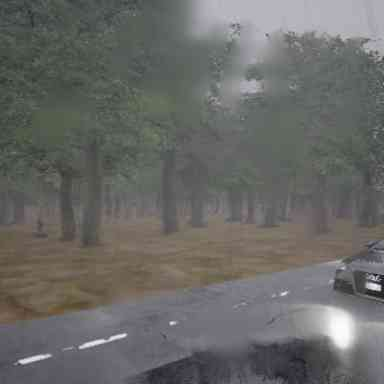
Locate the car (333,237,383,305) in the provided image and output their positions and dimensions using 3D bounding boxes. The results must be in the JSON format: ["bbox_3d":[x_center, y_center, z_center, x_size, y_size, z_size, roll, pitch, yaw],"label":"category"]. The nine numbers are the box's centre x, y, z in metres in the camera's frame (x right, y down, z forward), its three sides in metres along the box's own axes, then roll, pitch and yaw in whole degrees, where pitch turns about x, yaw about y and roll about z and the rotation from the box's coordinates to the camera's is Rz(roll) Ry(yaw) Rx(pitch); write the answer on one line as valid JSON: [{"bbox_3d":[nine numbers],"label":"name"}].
[{"bbox_3d":[5.077,1.644,7.505,4.181,1.385,1.994,1,0,-36],"label":"car"}]
